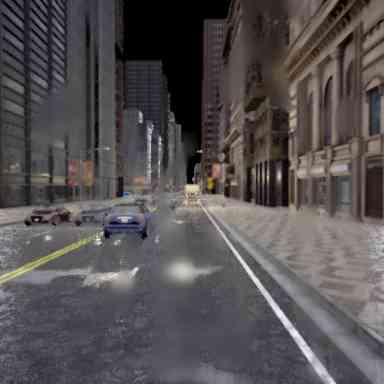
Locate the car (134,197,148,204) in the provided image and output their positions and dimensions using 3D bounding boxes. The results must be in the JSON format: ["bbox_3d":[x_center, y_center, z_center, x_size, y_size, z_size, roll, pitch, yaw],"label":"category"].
[{"bbox_3d":[-9.774,1.580,63.825,1.895,1.301,4.718,0,0,0],"label":"car"}]

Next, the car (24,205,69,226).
[{"bbox_3d":[-9.851,1.576,23.095,1.994,1.385,4.181,0,0,0],"label":"car"}]

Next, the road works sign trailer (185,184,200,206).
[{"bbox_3d":[0.048,0.460,54.602,2.380,3.560,2.880,0,0,0],"label":"road works sign trailer"}]

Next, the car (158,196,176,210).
[{"bbox_3d":[-3.164,1.579,42.553,1.994,1.385,4.181,0,0,0],"label":"car"}]

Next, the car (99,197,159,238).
[{"bbox_3d":[-3.157,1.358,17.668,2.097,1.767,4.553,0,0,0],"label":"car"}]

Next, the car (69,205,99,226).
[{"bbox_3d":[-6.600,1.576,23.094,1.994,1.385,4.181,0,0,0],"label":"car"}]
